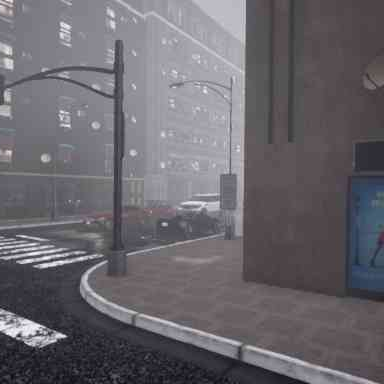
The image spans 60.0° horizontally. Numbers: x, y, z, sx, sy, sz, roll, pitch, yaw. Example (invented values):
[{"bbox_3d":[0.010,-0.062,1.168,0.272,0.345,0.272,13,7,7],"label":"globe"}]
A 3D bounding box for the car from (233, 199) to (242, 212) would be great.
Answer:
[{"bbox_3d":[3.041,1.224,35.996,2.192,1.841,5.009,1,1,35],"label":"car"}]

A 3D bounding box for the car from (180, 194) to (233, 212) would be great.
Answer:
[{"bbox_3d":[1.096,1.171,28.919,2.150,2.045,5.566,1,1,35],"label":"car"}]

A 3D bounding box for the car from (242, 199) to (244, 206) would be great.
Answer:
[{"bbox_3d":[6.961,1.289,37.281,2.097,1.767,4.553,1,1,35],"label":"car"}]

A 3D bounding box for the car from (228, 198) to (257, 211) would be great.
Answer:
[{"bbox_3d":[6.242,1.483,40.576,1.802,1.307,4.206,1,1,35],"label":"car"}]

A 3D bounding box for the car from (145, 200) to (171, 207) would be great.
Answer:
[{"bbox_3d":[-3.368,1.362,26.841,1.967,1.590,4.097,1,1,35],"label":"car"}]

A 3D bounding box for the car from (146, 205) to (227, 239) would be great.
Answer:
[{"bbox_3d":[-0.117,1.599,17.746,1.947,1.339,4.313,1,1,35],"label":"car"}]

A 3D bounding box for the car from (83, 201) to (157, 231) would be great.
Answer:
[{"bbox_3d":[-4.569,1.487,20.829,1.812,1.442,4.674,1,1,35],"label":"car"}]
